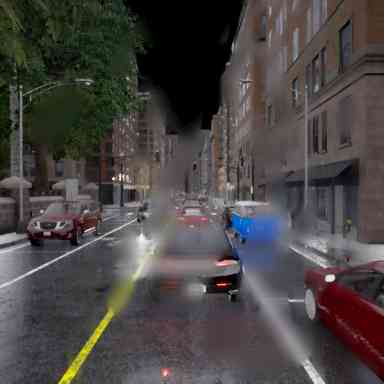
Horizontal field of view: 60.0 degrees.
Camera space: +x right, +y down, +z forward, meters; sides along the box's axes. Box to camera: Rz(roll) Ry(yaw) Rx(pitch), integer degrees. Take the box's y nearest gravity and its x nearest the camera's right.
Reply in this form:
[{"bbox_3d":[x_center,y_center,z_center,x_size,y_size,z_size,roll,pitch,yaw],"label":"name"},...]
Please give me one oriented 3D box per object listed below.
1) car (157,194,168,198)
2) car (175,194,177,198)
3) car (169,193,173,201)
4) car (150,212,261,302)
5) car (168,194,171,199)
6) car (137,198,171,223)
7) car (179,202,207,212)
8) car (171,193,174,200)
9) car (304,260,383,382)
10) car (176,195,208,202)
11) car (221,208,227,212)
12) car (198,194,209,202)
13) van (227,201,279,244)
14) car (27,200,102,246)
[{"bbox_3d":[-5.690,1.480,59.048,1.752,1.417,4.829,0,0,0],"label":"car"},{"bbox_3d":[-5.700,1.496,86.472,2.008,1.369,4.403,0,0,0],"label":"car"},{"bbox_3d":[-5.694,1.493,70.120,1.887,1.381,4.507,0,0,0],"label":"car"},{"bbox_3d":[0.097,1.490,8.261,2.128,1.511,4.902,0,0,0],"label":"car"},{"bbox_3d":[-5.692,1.502,64.669,2.008,1.369,4.403,0,0,0],"label":"car"},{"bbox_3d":[-3.013,1.481,25.500,2.128,1.511,4.902,0,0,0],"label":"car"},{"bbox_3d":[0.097,1.519,18.523,1.812,1.442,4.674,0,0,0],"label":"car"},{"bbox_3d":[-5.696,1.491,75.571,1.887,1.381,4.507,0,0,0],"label":"car"},{"bbox_3d":[2.854,1.544,4.252,1.887,1.381,4.507,0,0,0],"label":"car"},{"bbox_3d":[0.039,1.338,27.480,2.097,1.767,4.553,0,0,2],"label":"car"},{"bbox_3d":[2.849,1.557,21.233,1.947,1.339,4.313,0,0,0],"label":"car"},{"bbox_3d":[2.829,1.386,75.610,1.967,1.590,4.097,0,0,0],"label":"car"},{"bbox_3d":[2.850,1.336,15.573,1.690,1.788,3.998,0,0,0],"label":"van"},{"bbox_3d":[-5.675,1.310,15.530,2.192,1.841,5.009,0,0,0],"label":"car"}]
